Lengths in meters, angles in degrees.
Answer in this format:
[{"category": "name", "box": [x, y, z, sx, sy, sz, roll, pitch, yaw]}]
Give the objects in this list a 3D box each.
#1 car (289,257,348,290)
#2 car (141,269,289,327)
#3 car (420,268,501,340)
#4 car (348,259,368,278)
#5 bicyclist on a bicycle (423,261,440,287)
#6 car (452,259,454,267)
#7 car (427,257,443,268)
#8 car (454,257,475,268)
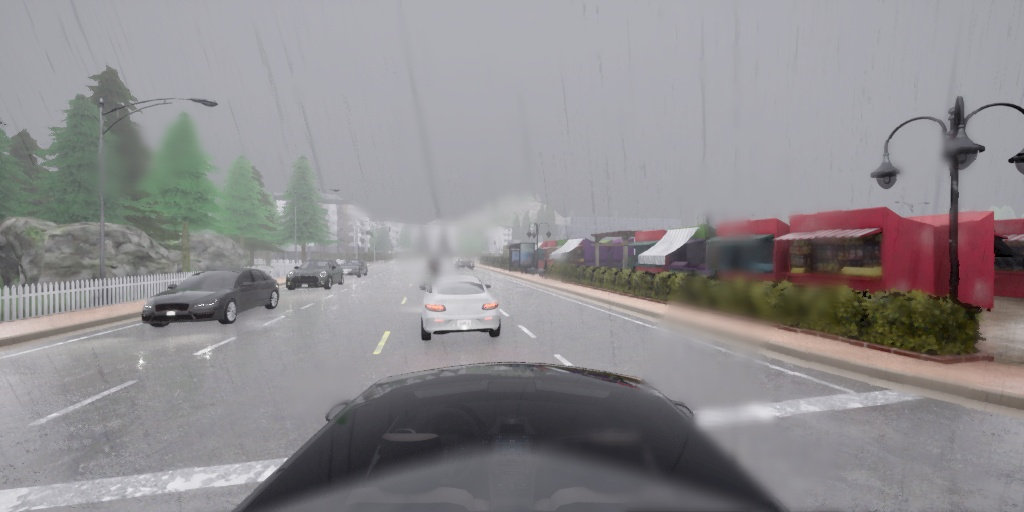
[{"category": "car", "box": [-11.417, 0.965, 21.062, 2.097, 1.767, 4.553, 0, 0, -13]}, {"category": "car", "box": [-9.201, 1.190, 11.465, 1.837, 1.490, 4.892, 0, 0, -13]}, {"category": "car", "box": [-1.487, 1.225, 9.761, 1.812, 1.442, 4.674, 0, 0, -12]}, {"category": "car", "box": [-13.627, 1.033, 30.681, 2.128, 1.511, 4.902, 0, 0, -13]}, {"category": "bicyclist on a bicycle", "box": [-4.333, 1.078, 19.607, 0.582, 1.620, 1.656, 0, 1, 25]}, {"category": "car", "box": [-7.706, 0.905, 52.624, 1.812, 1.442, 4.674, 0, 0, -13]}, {"category": "car", "box": [-10.919, 0.897, 50.798, 1.837, 1.490, 4.892, 0, 0, -13]}, {"category": "car", "box": [-5.677, 1.047, 43.744, 1.895, 1.301, 4.718, 0, 0, -13]}]
